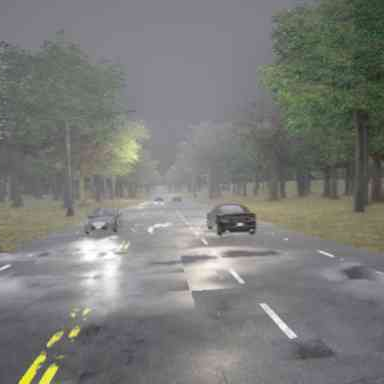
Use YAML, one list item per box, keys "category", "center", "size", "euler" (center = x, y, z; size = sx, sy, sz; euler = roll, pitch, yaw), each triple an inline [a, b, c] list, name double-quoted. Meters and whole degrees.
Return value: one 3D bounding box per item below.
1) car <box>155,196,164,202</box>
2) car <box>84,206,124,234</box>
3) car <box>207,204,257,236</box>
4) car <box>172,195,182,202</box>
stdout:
- category: "car"
  center: [-7.229, 1.538, 73.925]
  size: [1.895, 1.301, 4.718]
  euler: [-2, 1, -1]
- category: "car"
  center: [-5.340, 1.662, 20.599]
  size: [2.128, 1.511, 4.902]
  euler: [-2, 0, -6]
- category: "car"
  center: [1.971, 1.360, 17.789]
  size: [1.882, 1.535, 5.008]
  euler: [-2, 0, -6]
- category: "car"
  center: [-3.262, 1.339, 70.750]
  size: [1.812, 1.442, 4.674]
  euler: [-2, 1, -6]
